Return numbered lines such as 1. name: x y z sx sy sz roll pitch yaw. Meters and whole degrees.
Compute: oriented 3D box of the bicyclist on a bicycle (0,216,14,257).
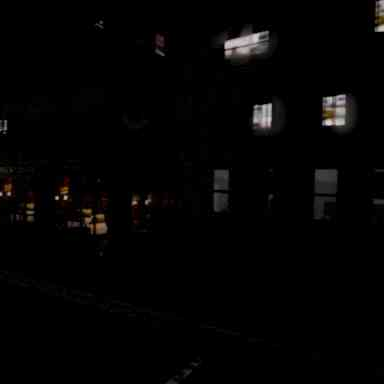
1. bicyclist on a bicycle: -5.757 1.098 9.268 0.582 1.620 1.656 1 1 33
